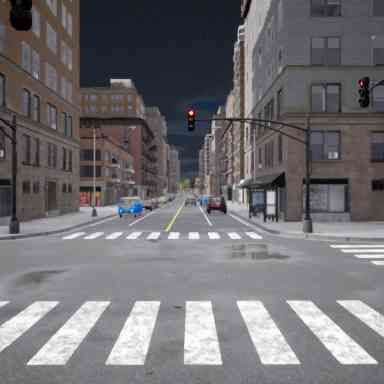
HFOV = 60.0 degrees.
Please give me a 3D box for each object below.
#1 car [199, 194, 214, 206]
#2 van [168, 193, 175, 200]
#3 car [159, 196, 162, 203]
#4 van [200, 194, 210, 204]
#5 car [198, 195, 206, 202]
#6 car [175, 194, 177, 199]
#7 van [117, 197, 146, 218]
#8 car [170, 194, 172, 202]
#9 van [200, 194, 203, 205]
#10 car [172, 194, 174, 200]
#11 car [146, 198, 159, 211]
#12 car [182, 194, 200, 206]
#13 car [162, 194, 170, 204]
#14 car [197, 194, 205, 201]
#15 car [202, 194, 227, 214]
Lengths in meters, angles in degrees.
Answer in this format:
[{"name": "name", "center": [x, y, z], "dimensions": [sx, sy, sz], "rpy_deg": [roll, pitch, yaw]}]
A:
[{"name": "car", "center": [2.442, 1.308, 57.031], "dimensions": [2.192, 1.841, 5.009], "rpy_deg": [0, 0, 0]}, {"name": "van", "center": [-5.798, 1.327, 94.838], "dimensions": [1.690, 1.788, 3.998], "rpy_deg": [0, 0, 0]}, {"name": "car", "center": [-5.600, 1.540, 46.182], "dimensions": [1.887, 1.381, 4.507], "rpy_deg": [0, 0, 0]}, {"name": "van", "center": [2.413, 1.333, 62.437], "dimensions": [1.690, 1.788, 3.998], "rpy_deg": [0, 0, 0]}, {"name": "car", "center": [2.327, 1.514, 78.825], "dimensions": [1.752, 1.417, 4.829], "rpy_deg": [0, 0, 0]}, {"name": "car", "center": [-5.776, 1.569, 89.431], "dimensions": [1.802, 1.307, 4.206], "rpy_deg": [0, 0, 0]}, {"name": "van", "center": [-5.534, 1.339, 29.963], "dimensions": [1.690, 1.788, 3.998], "rpy_deg": [0, 0, 0]}, {"name": "car", "center": [-5.688, 1.542, 67.806], "dimensions": [2.008, 1.369, 4.403], "rpy_deg": [0, 0, 0]}, {"name": "van", "center": [2.470, 1.335, 51.624], "dimensions": [1.690, 1.788, 3.998], "rpy_deg": [0, 0, 0]}, {"name": "car", "center": [-5.710, 1.556, 73.213], "dimensions": [1.947, 1.339, 4.313], "rpy_deg": [0, 0, 0]}, {"name": "car", "center": [-5.578, 1.562, 40.775], "dimensions": [1.947, 1.339, 4.313], "rpy_deg": [0, 0, 0]}, {"name": "car", "center": [-0.183, 1.485, 55.105], "dimensions": [2.128, 1.511, 4.902], "rpy_deg": [0, 0, 0]}, {"name": "car", "center": [-5.665, 1.518, 62.231], "dimensions": [1.752, 1.417, 4.829], "rpy_deg": [0, 0, 0]}, {"name": "car", "center": [2.300, 1.428, 84.061], "dimensions": [1.967, 1.590, 4.097], "rpy_deg": [0, 0, 0]}, {"name": "car", "center": [2.555, 1.312, 35.406], "dimensions": [2.192, 1.841, 5.009], "rpy_deg": [0, 0, 0]}]
